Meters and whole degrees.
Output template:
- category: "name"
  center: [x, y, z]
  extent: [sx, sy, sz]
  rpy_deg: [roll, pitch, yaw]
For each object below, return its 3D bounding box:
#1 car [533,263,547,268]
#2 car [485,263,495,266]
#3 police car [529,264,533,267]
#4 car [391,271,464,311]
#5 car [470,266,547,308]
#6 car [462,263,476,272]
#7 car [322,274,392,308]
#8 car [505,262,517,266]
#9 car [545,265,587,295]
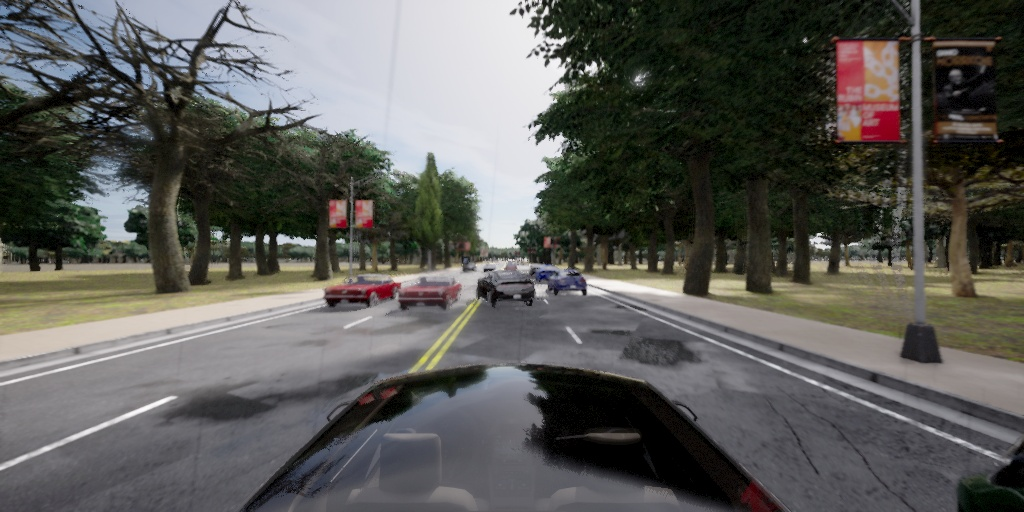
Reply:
- category: "car"
  center: [3.204, 1.548, 32.267]
  extent: [1.882, 1.535, 5.008]
  rpy_deg: [0, -1, 0]
- category: "car"
  center: [-3.466, 1.851, 56.119]
  extent: [2.033, 1.411, 5.357]
  rpy_deg: [0, -1, 0]
- category: "police car"
  center: [3.166, 1.606, 43.382]
  extent: [1.930, 1.638, 5.238]
  rpy_deg: [0, -1, 0]
- category: "car"
  center: [-3.359, 1.496, 15.425]
  extent: [1.895, 1.301, 4.718]
  rpy_deg: [0, -1, 0]
- category: "car"
  center: [-0.385, 1.395, 16.297]
  extent: [2.128, 1.511, 4.902]
  rpy_deg: [0, 0, -15]
- category: "car"
  center: [-6.718, 1.816, 56.894]
  extent: [1.837, 1.490, 4.892]
  rpy_deg: [0, -1, 0]
- category: "car"
  center: [-6.611, 1.506, 16.358]
  extent: [1.895, 1.301, 4.718]
  rpy_deg: [0, -1, 0]
- category: "car"
  center: [-0.100, 1.885, 57.891]
  extent: [1.994, 1.385, 4.181]
  rpy_deg: [0, 0, 0]
- category: "car"
  center: [3.232, 1.481, 21.262]
  extent: [1.812, 1.442, 4.674]
  rpy_deg: [0, -1, 0]
